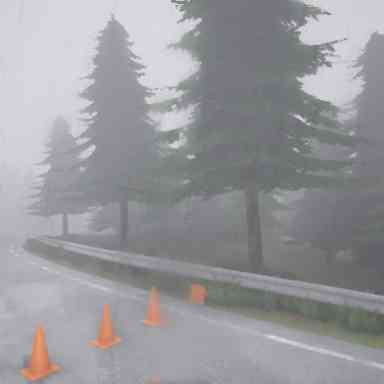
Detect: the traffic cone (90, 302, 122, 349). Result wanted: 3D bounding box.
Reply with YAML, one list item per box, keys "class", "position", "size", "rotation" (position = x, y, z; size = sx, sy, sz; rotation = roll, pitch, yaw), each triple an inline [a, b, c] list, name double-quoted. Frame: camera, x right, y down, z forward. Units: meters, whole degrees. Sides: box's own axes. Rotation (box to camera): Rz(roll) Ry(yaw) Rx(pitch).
- class: "traffic cone"
  position: [-1.275, 1.929, 4.920]
  size: [0.340, 0.580, 0.340]
  rotation: [0, 0, 39]

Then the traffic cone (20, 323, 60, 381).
- class: "traffic cone"
  position: [-1.896, 1.937, 4.140]
  size: [0.340, 0.580, 0.340]
  rotation: [-1, 0, 38]

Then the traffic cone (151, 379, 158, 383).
- class: "traffic cone"
  position: [-0.326, 1.936, 2.898]
  size: [0.340, 0.580, 0.340]
  rotation: [0, 0, 38]

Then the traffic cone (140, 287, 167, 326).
- class: "traffic cone"
  position: [-0.655, 1.922, 5.701]
  size: [0.340, 0.580, 0.340]
  rotation: [0, 0, 39]
